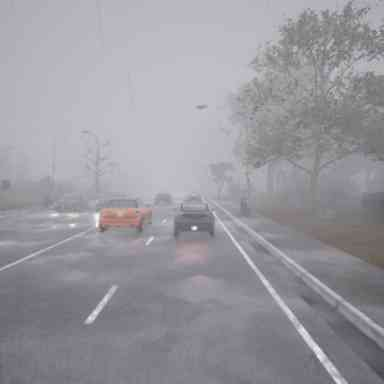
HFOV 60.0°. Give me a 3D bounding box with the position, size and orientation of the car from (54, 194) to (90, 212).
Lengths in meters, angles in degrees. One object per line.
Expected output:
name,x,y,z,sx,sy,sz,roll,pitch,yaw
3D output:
car,-10.590,0.933,29.619,1.837,1.490,4.892,0,1,0

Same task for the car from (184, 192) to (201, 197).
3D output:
car,0.093,0.771,37.834,1.812,1.442,4.674,0,1,0

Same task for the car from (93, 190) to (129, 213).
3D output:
car,-7.090,0.779,29.642,2.097,1.767,4.553,0,1,0

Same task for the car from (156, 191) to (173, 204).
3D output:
car,-3.393,0.693,40.435,1.837,1.490,4.892,0,1,0

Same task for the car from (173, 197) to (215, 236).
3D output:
car,0.103,1.223,16.489,1.837,1.490,4.892,0,1,0

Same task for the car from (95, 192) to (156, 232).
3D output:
car,-3.396,1.040,17.843,2.097,1.767,4.553,0,1,0
